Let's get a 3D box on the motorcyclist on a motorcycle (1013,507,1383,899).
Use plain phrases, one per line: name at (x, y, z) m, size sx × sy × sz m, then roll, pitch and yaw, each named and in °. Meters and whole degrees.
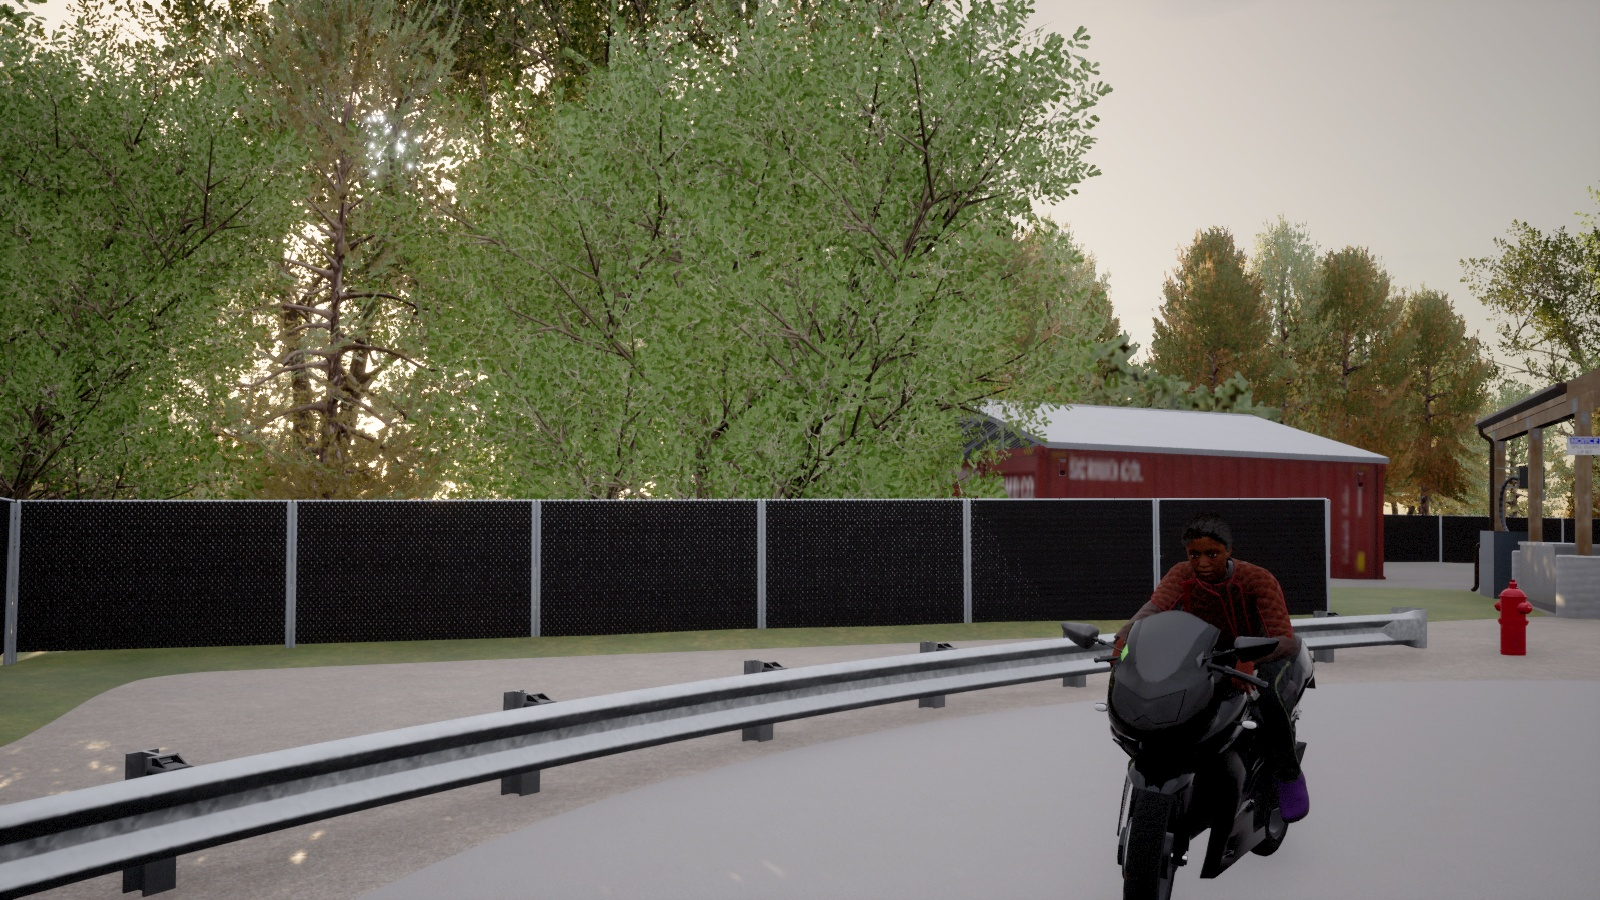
motorcyclist on a motorcycle at (1.677, 0.996, 5.020) m, size 0.797 × 1.523 × 2.044 m, roll -1°, pitch -3°, yaw 36°
